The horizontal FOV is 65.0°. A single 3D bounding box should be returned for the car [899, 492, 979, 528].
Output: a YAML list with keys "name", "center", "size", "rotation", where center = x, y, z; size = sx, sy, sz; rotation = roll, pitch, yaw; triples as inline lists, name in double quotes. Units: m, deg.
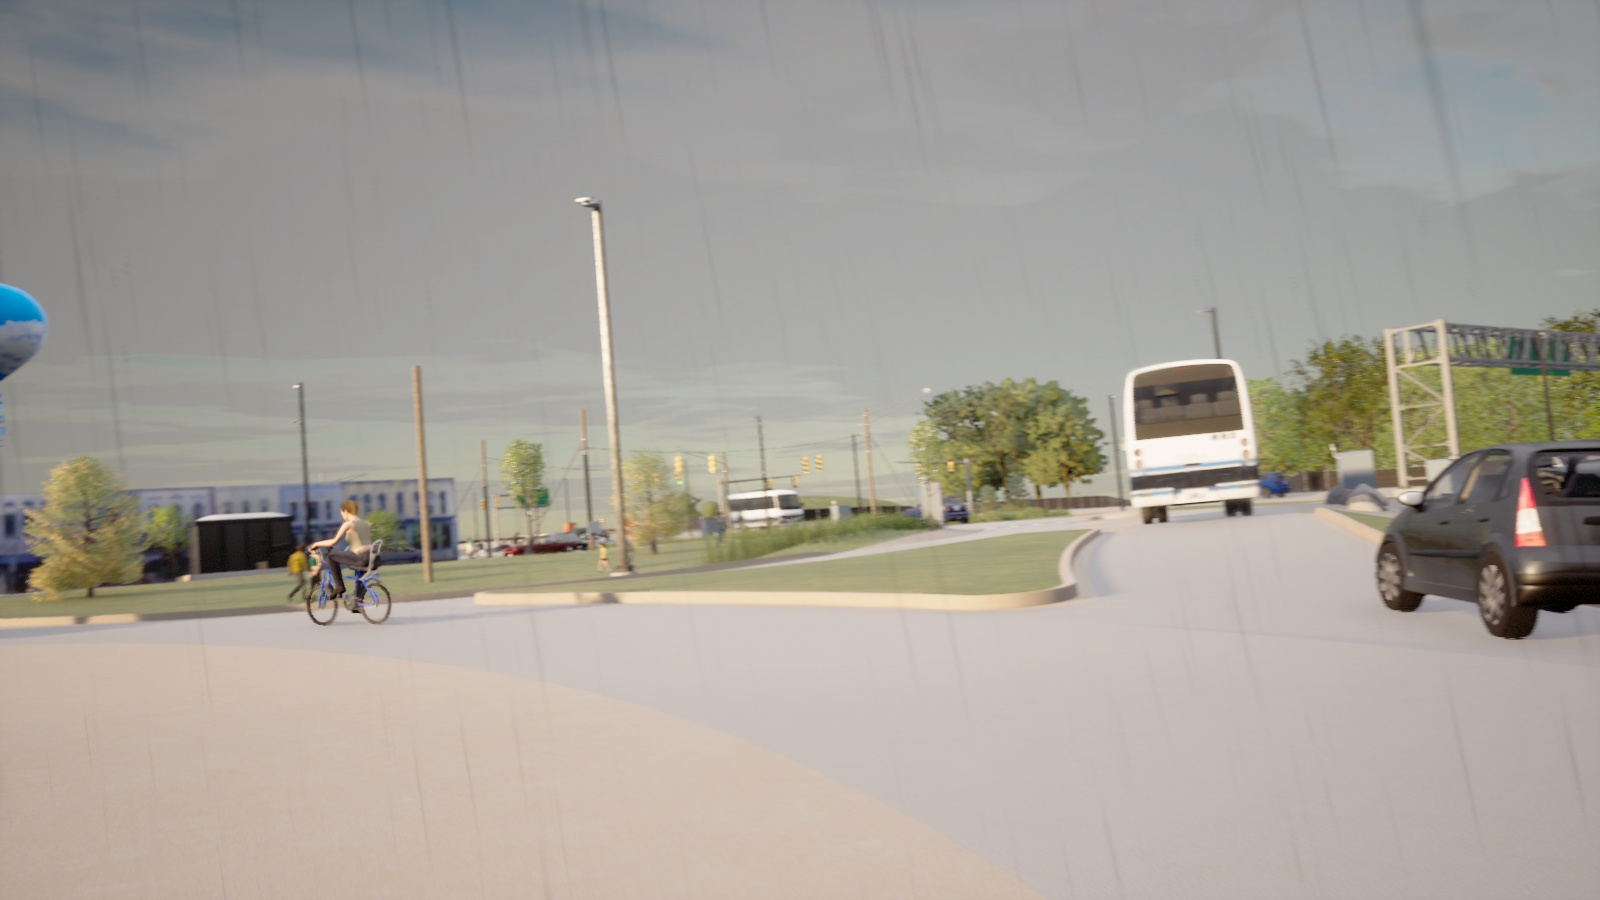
- name: "car"
  center: [8.050, 3.518, 73.198]
  size: [2.097, 1.767, 4.553]
  rotation: [-2, -4, -33]

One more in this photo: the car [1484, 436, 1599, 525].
- name: "car"
  center: [14.884, 0.517, 23.484]
  size: [2.128, 1.511, 4.902]
  rotation: [-4, -2, 10]

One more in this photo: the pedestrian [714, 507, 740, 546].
- name: "pedestrian"
  center: [-3.720, 3.901, 63.863]
  size: [0.874, 1.855, 0.900]
  rotation: [-2, -5, -31]

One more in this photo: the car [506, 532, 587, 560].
- name: "car"
  center: [-16.101, 6.101, 79.917]
  size: [4.718, 1.301, 1.895]
  rotation: [-2, -5, -43]

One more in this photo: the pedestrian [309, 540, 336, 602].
- name: "pedestrian"
  center: [-14.432, 3.649, 37.927]
  size: [0.594, 1.836, 0.345]
  rotation: [-1, -6, -43]

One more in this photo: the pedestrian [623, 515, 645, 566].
- name: "pedestrian"
  center: [-6.148, 3.351, 46.611]
  size: [0.594, 1.836, 0.345]
  rotation: [0, -6, -45]

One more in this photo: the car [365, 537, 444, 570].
- name: "car"
  center: [-23.350, 6.123, 74.240]
  size: [3.988, 1.617, 1.851]
  rotation: [-1, -5, -36]

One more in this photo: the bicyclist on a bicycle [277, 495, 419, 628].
- name: "bicyclist on a bicycle"
  center: [-5.829, 1.435, 16.195]
  size: [1.509, 1.612, 0.866]
  rotation: [-5, -3, 27]

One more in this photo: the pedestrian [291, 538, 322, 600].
- name: "pedestrian"
  center: [-15.281, 3.679, 38.871]
  size: [0.370, 1.835, 0.726]
  rotation: [-8, -5, 35]

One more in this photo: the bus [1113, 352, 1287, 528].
- name: "bus"
  center: [11.920, -0.081, 37.800]
  size: [3.944, 4.253, 10.273]
  rotation: [-6, -3, 17]

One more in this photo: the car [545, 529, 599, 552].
- name: "car"
  center: [-17.565, 6.985, 96.504]
  size: [2.163, 1.488, 4.792]
  rotation: [-2, -5, -36]

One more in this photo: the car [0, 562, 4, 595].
- name: "car"
  center: [-43.638, 6.747, 64.008]
  size: [5.027, 1.651, 2.152]
  rotation: [-1, -5, -36]

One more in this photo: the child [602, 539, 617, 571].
- name: "child"
  center: [-6.750, 3.728, 44.498]
  size: [0.394, 1.110, 0.255]
  rotation: [-1, -6, -40]

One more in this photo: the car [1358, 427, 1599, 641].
- name: "car"
  center: [6.642, 0.728, 11.427]
  size: [1.851, 1.617, 3.988]
  rotation: [-1, -3, 9]
